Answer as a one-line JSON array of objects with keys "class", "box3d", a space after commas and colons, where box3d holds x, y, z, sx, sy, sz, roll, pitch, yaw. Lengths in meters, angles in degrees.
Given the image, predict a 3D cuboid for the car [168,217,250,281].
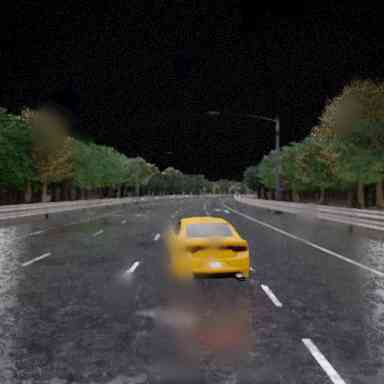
[{"class": "car", "box3d": [0.332, 1.498, 10.041, 1.882, 1.535, 5.008, 0, 0, -5]}]
